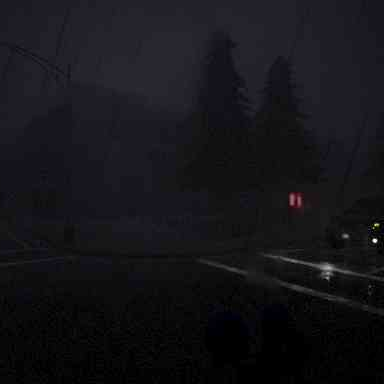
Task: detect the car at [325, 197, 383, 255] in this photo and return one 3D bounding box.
[{"bbox_3d":[7.795,1.248,13.692,5.566,2.045,2.150,0,0,-36],"label":"car"}]
